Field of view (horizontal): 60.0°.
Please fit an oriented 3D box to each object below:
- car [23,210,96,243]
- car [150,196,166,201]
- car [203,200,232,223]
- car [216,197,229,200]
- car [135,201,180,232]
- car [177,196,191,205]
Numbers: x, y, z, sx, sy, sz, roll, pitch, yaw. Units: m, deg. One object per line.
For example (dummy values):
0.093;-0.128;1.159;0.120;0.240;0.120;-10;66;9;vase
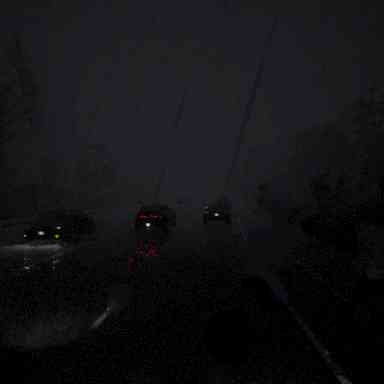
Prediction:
-6.223;1.549;16.043;1.994;1.385;4.181;0;0;5;car
-5.435;1.472;53.602;2.128;1.511;4.902;0;0;7;car
1.952;1.569;25.353;1.994;1.385;4.181;0;0;6;car
3.923;1.361;42.122;2.097;1.767;4.553;0;0;7;car
-2.111;1.500;20.225;1.837;1.490;4.892;0;0;6;car
-1.338;1.469;58.187;1.882;1.535;5.008;0;0;7;car
